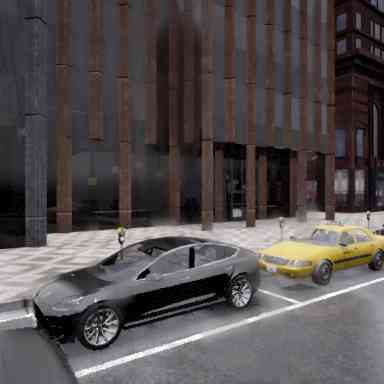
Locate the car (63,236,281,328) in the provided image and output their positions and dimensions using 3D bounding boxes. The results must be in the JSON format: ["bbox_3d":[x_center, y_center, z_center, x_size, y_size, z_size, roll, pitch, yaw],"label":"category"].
[{"bbox_3d":[-0.581,1.566,6.232,4.313,1.339,1.947,0,0,-35],"label":"car"}]

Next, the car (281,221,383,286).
[{"bbox_3d":[3.872,1.526,9.402,4.829,1.417,1.752,0,0,-35],"label":"car"}]

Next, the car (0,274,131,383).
[{"bbox_3d":[-3.079,1.547,1.188,5.357,1.411,2.033,0,0,-35],"label":"car"}]
